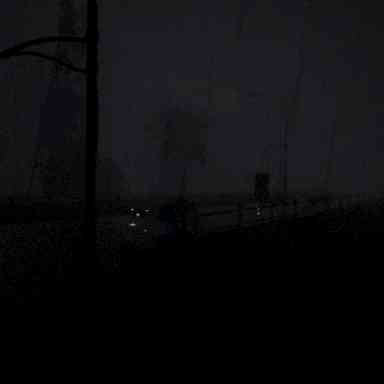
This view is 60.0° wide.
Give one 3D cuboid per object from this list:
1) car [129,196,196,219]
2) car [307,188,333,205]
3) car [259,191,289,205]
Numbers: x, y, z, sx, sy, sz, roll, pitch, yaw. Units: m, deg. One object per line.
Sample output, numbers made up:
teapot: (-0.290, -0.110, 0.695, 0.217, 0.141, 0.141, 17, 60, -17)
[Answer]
car: (-1.868, 1.032, 23.555, 2.033, 1.411, 5.357, 2, 2, 38)
car: (15.529, 0.647, 40.171, 1.882, 1.535, 5.008, 2, 2, 38)
car: (9.438, 0.639, 38.166, 1.882, 1.535, 5.008, 2, 2, 38)
